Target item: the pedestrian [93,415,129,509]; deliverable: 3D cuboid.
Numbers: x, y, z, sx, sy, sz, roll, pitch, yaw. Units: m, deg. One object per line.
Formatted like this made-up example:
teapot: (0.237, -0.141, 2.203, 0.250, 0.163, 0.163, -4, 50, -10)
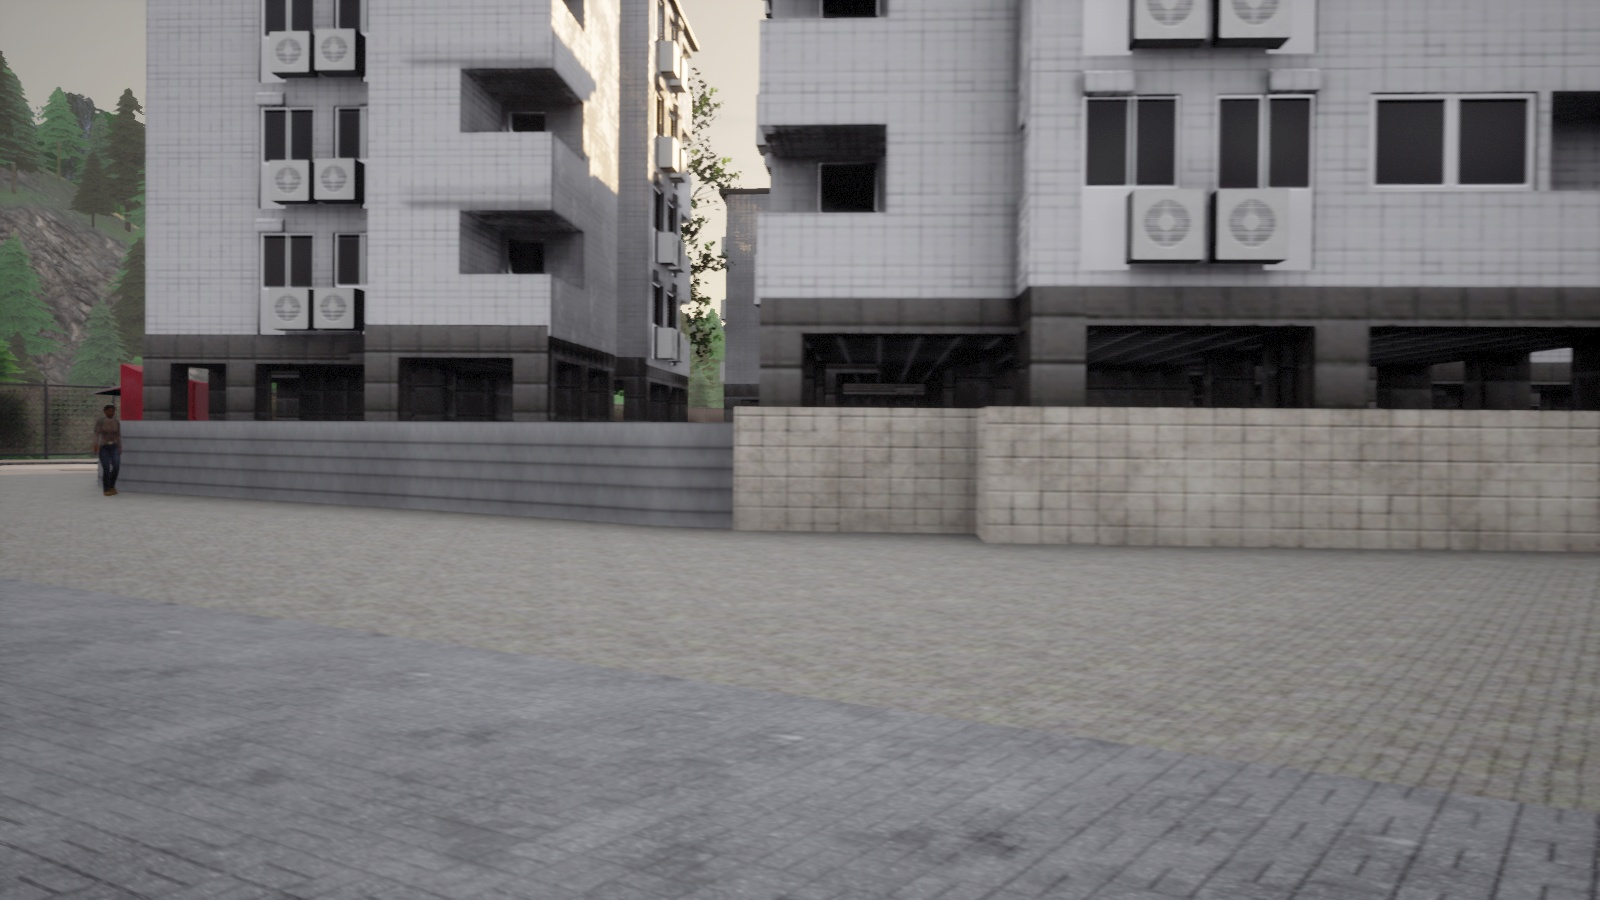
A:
pedestrian: (-13.459, 0.229, 24.514, 0.869, 1.805, 0.328, 0, 1, 42)
